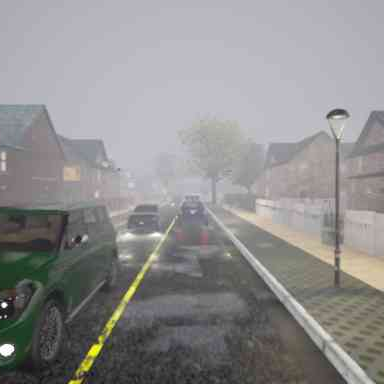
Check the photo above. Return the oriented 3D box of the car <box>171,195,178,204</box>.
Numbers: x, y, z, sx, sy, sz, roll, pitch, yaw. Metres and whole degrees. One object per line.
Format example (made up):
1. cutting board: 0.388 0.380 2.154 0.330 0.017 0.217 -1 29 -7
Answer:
1. car: -2.791 1.278 63.257 2.097 1.767 4.553 0 0 1

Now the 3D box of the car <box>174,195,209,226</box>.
1. car: 0.067 1.334 23.604 2.097 1.767 4.553 0 0 0

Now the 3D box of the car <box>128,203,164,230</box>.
1. car: -2.857 1.464 21.344 1.882 1.535 5.008 0 1 0

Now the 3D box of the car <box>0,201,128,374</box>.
1. car: -2.844 1.222 6.005 2.150 2.045 5.566 0 0 0
